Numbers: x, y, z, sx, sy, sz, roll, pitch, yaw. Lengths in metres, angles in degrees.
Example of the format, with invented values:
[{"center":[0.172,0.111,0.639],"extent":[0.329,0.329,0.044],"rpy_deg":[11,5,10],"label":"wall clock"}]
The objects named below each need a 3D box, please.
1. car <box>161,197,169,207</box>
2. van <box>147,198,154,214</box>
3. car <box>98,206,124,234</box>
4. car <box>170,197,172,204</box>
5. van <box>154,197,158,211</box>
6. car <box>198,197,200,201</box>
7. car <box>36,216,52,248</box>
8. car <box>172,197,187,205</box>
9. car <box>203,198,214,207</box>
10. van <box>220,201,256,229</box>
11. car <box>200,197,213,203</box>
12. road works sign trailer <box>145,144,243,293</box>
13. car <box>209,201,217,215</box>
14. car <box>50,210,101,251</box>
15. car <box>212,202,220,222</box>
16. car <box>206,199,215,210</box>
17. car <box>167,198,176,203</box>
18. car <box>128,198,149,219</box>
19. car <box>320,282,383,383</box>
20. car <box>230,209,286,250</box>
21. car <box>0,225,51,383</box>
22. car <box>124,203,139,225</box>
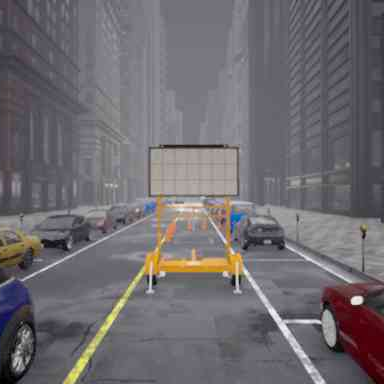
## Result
[{"center":[-5.520,1.722,54.080],"extent":[2.192,1.841,5.009],"rpy_deg":[0,0,0],"label":"car"},{"center":[-5.593,1.616,37.171],"extent":[1.690,1.788,3.998],"rpy_deg":[0,0,0],"label":"van"},{"center":[-5.664,1.731,20.260],"extent":[1.802,1.307,4.206],"rpy_deg":[0,0,0],"label":"car"},{"center":[-5.422,2.136,76.624],"extent":[1.887,1.381,4.507],"rpy_deg":[0,0,0],"label":"car"},{"center":[-5.568,1.660,42.807],"extent":[1.690,1.788,3.998],"rpy_deg":[0,0,0],"label":"van"},{"center":[3.128,2.156,82.407],"extent":[1.752,1.417,4.829],"rpy_deg":[0,0,0],"label":"car"},{"center":[-5.714,1.593,8.818],"extent":[1.752,1.417,4.829],"rpy_deg":[0,0,0],"label":"car"},{"center":[-2.683,2.015,70.605],"extent":[1.882,1.535,5.008],"rpy_deg":[0,0,0],"label":"car"},{"center":[2.982,1.897,48.420],"extent":[1.887,1.381,4.507],"rpy_deg":[0,0,0],"label":"car"},{"center":[2.860,1.480,20.242],"extent":[1.690,1.788,3.998],"rpy_deg":[0,0,0],"label":"van"},{"center":[3.029,1.757,59.694],"extent":[2.192,1.841,5.009],"rpy_deg":[0,0,0],"label":"car"},{"center":[0.049,0.527,9.009],"extent":[2.380,3.560,2.880],"rpy_deg":[0,0,0],"label":"road works sign trailer"},{"center":[2.909,1.804,31.512],"extent":[1.802,1.307,4.206],"rpy_deg":[0,0,0],"label":"car"},{"center":[-5.689,1.674,14.623],"extent":[1.947,1.339,4.313],"rpy_deg":[0,0,0],"label":"car"},{"center":[2.884,1.731,25.876],"extent":[2.008,1.369,4.403],"rpy_deg":[0,0,0],"label":"car"},{"center":[2.933,1.816,37.149],"extent":[2.008,1.369,4.403],"rpy_deg":[0,0,0],"label":"car"},{"center":[-5.373,2.254,87.896],"extent":[1.947,1.339,4.313],"rpy_deg":[0,0,0],"label":"car"},{"center":[-5.617,1.672,31.534],"extent":[1.967,1.590,4.097],"rpy_deg":[0,0,0],"label":"car"},{"center":[2.788,1.565,3.332],"extent":[1.887,1.381,4.507],"rpy_deg":[0,0,0],"label":"car"},{"center":[2.836,1.649,14.604],"extent":[2.008,1.369,4.403],"rpy_deg":[0,0,0],"label":"car"},{"center":[-3.078,1.373,2.414],"extent":[2.097,1.767,4.553],"rpy_deg":[0,0,0],"label":"car"},{"center":[-5.640,1.756,25.897],"extent":[1.947,1.339,4.313],"rpy_deg":[0,0,0],"label":"car"}]
